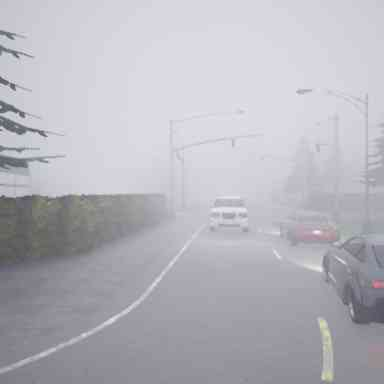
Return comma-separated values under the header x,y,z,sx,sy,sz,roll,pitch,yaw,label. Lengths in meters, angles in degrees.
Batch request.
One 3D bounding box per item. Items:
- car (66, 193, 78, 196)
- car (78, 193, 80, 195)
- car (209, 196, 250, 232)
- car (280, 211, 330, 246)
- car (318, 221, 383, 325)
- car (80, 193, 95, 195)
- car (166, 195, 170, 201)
x,y,z,sx,sy,sz,roll,pitch,yaw,label
-22.468,1.328,59.265,1.845,1.501,3.633,0,0,7,car
-26.645,1.088,78.079,1.905,1.878,3.866,0,0,7,car
2.280,1.263,20.314,2.150,2.045,5.566,0,0,7,car
5.237,1.566,15.203,1.994,1.385,4.181,0,0,8,car
4.004,1.565,6.884,1.994,1.385,4.181,0,0,14,car
-23.711,1.108,78.122,1.932,1.855,4.605,0,0,7,car
-5.293,1.384,75.642,1.845,1.501,3.633,0,0,7,car
